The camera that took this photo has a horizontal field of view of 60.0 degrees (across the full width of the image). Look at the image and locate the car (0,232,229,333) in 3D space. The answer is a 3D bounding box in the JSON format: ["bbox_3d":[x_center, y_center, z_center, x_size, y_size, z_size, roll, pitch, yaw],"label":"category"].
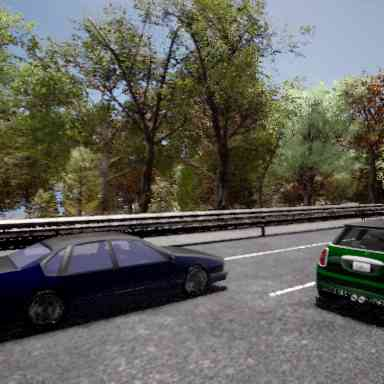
[{"bbox_3d":[-1.773,1.549,6.796,5.357,1.411,2.033,0,0,-36],"label":"car"}]

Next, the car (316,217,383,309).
[{"bbox_3d":[4.742,1.353,7.170,4.553,1.767,2.097,0,0,-36],"label":"car"}]
